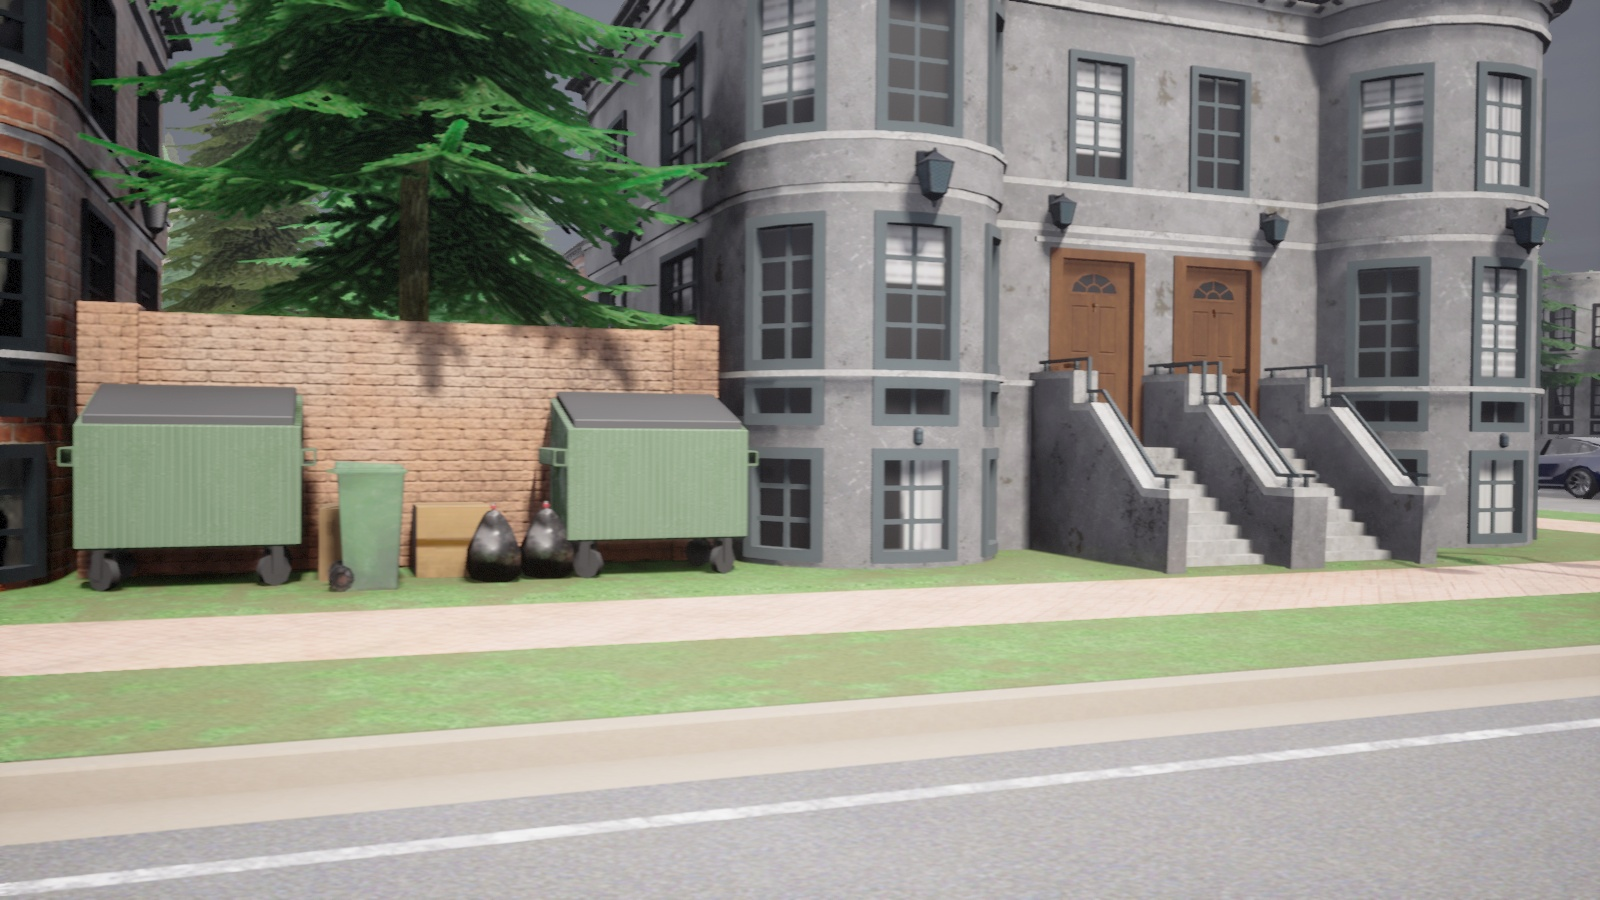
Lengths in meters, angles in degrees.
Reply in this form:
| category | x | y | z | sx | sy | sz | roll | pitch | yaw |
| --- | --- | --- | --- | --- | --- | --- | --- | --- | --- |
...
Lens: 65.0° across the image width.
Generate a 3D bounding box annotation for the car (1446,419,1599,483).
| category | x | y | z | sx | sy | sz | roll | pitch | yaw |
| --- | --- | --- | --- | --- | --- | --- | --- | --- | --- |
| car | 18.972 | -0.011 | 31.487 | 2.163 | 1.488 | 4.792 | -1 | 1 | -18 |
